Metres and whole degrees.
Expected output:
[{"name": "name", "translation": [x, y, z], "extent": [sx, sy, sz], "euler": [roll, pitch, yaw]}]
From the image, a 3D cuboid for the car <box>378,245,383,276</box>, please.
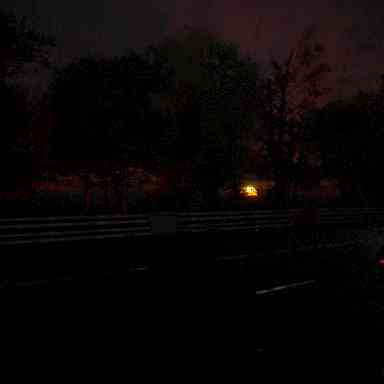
[{"name": "car", "translation": [6.816, 1.612, 8.874], "extent": [4.674, 1.442, 1.812], "euler": [1, 0, -33]}]
